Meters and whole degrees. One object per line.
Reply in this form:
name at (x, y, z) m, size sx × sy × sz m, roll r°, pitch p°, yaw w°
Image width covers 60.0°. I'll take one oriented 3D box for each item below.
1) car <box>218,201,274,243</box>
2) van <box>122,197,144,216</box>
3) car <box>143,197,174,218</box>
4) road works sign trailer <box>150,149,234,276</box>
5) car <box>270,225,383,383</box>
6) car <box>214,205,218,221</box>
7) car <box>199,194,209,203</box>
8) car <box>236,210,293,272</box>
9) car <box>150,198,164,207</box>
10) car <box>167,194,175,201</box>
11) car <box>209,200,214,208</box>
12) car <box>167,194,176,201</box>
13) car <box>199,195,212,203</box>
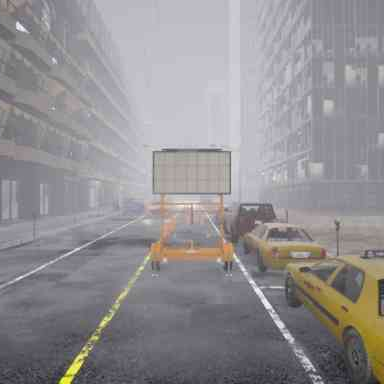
car at (2.705, 1.326, 15.961) m, size 2.192 × 1.841 × 5.009 m, roll 1°, pitch 0°, yaw 0°
van at (-5.677, 1.374, 32.531) m, size 1.690 × 1.788 × 3.998 m, roll 1°, pitch 0°, yaw 0°
car at (-3.002, 1.507, 30.839) m, size 1.882 × 1.535 × 5.008 m, roll 0°, pitch 0°, yaw 0°
road works sign trailer at (-0.001, 0.471, 10.314) m, size 2.380 × 3.560 × 2.880 m, roll 0°, pitch 0°, yaw 0°
car at (2.702, 1.528, 5.086) m, size 1.752 × 1.417 × 4.829 m, roll 1°, pitch 0°, yaw 0°
car at (2.700, 1.583, 21.484) m, size 1.947 × 1.339 × 4.313 m, roll 1°, pitch 0°, yaw 0°
car at (2.698, 1.473, 76.714) m, size 2.192 × 1.841 × 5.009 m, roll 1°, pitch 0°, yaw 0°
car at (2.702, 1.532, 10.609) m, size 1.752 × 1.417 × 4.829 m, roll 1°, pitch 0°, yaw 0°
car at (-5.683, 1.666, 54.621) m, size 1.802 × 1.307 × 4.206 m, roll 1°, pitch 0°, yaw 0°
car at (-5.685, 1.725, 82.235) m, size 1.887 × 1.381 × 4.507 m, roll 1°, pitch 0°, yaw 0°
car at (2.700, 1.568, 27.008) m, size 1.887 × 1.381 × 4.507 m, roll 1°, pitch 0°, yaw 0°
car at (-5.684, 1.545, 93.282) m, size 2.192 × 1.841 × 5.009 m, roll 1°, pitch 0°, yaw 0°
car at (2.696, 1.667, 60.144) m, size 1.947 × 1.339 × 4.313 m, roll 1°, pitch 0°, yaw 0°
